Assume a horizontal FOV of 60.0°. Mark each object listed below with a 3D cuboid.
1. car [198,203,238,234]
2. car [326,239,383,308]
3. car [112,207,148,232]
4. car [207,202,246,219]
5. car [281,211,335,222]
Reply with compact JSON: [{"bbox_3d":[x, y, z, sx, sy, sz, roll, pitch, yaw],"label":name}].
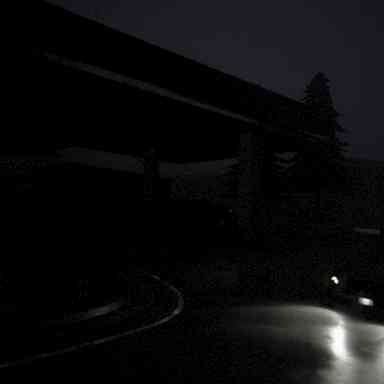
[{"bbox_3d":[2.151,1.854,23.493,1.905,1.878,3.866,2,-1,-37],"label":"car"},{"bbox_3d":[5.511,1.824,8.218,5.357,1.411,2.033,1,-3,-38],"label":"car"},{"bbox_3d":[-4.983,1.883,23.523,2.242,1.667,4.611,2,-1,-37],"label":"car"},{"bbox_3d":[3.989,2.161,39.348,2.097,1.767,4.553,2,-1,-37],"label":"car"},{"bbox_3d":[10.610,2.408,30.415,1.895,1.301,4.718,2,-1,-37],"label":"car"}]
